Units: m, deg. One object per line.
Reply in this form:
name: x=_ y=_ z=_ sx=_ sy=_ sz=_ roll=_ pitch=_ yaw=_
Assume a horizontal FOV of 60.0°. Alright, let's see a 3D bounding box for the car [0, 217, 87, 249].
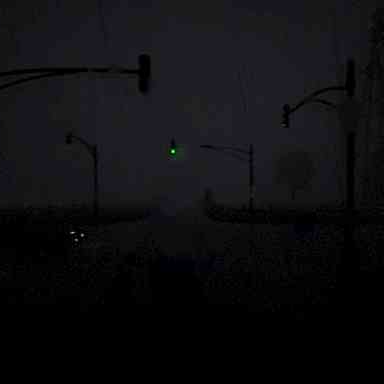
car: x=-7.194 y=1.878 z=15.728 sx=4.181 sy=1.385 sz=1.994 roll=-1 pitch=0 yaw=0
